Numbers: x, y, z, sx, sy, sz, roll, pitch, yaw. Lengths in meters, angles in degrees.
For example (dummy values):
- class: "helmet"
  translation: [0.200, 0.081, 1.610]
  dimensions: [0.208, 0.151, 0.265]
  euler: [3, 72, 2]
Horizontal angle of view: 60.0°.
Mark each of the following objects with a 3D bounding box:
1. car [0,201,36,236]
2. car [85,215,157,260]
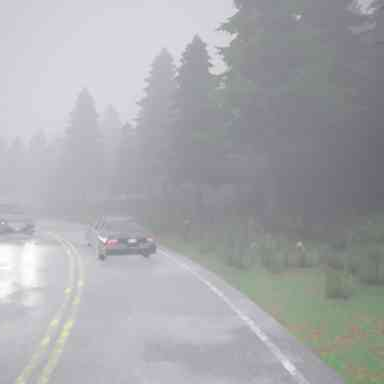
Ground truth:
- class: "car"
  translation: [-9.572, 1.418, 17.353]
  dimensions: [2.128, 1.511, 4.902]
  euler: [3, -1, -38]
- class: "car"
  translation: [-2.929, 1.613, 12.872]
  dimensions: [2.033, 1.411, 5.357]
  euler: [1, -1, -24]
